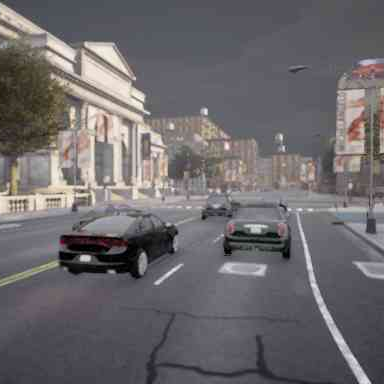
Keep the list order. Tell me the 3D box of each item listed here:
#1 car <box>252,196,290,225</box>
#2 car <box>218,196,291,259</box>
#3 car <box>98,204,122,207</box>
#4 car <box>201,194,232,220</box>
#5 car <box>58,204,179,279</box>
[{"bbox_3d":[5.314,1.121,21.925,2.128,1.511,4.902,1,1,16],"label":"car"},{"bbox_3d":[2.485,1.146,12.125,2.097,1.767,4.553,0,1,15],"label":"car"},{"bbox_3d":[-3.879,1.275,16.029,1.994,1.385,4.181,0,1,17],"label":"car"},{"bbox_3d":[2.152,0.949,23.531,2.097,1.767,4.553,0,1,16],"label":"car"},{"bbox_3d":[-1.783,1.305,9.702,1.882,1.535,5.008,0,0,13],"label":"car"}]
